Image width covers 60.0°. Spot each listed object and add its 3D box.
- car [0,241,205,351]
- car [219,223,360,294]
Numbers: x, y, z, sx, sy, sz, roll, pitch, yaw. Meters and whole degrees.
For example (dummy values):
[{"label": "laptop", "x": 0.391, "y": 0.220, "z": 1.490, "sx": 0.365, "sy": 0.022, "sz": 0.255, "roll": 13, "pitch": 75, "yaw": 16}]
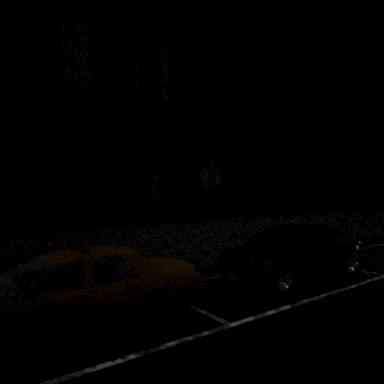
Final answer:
[{"label": "car", "x": -2.040, "y": 1.519, "z": 5.307, "sx": 4.829, "sy": 1.417, "sz": 1.752, "roll": 0, "pitch": 0, "yaw": -36}, {"label": "car", "x": 2.689, "y": 1.529, "z": 8.683, "sx": 4.313, "sy": 1.339, "sz": 1.947, "roll": 0, "pitch": 0, "yaw": -36}]
